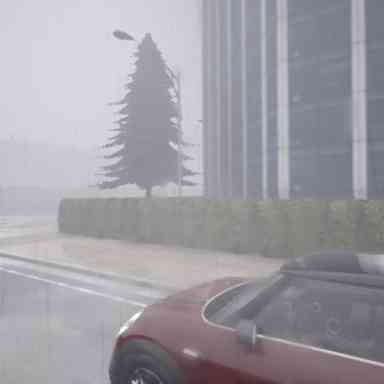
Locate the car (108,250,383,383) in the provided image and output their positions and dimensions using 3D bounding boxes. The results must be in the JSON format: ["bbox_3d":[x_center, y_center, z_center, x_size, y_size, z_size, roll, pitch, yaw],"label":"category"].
[{"bbox_3d":[1.327,1.358,3.046,4.553,1.767,2.097,-1,0,36],"label":"car"}]
